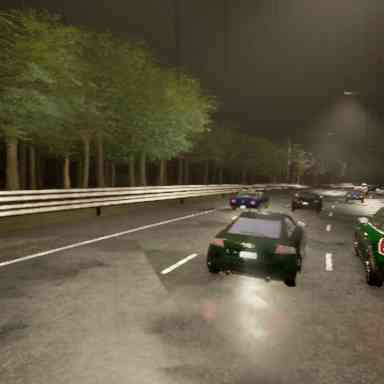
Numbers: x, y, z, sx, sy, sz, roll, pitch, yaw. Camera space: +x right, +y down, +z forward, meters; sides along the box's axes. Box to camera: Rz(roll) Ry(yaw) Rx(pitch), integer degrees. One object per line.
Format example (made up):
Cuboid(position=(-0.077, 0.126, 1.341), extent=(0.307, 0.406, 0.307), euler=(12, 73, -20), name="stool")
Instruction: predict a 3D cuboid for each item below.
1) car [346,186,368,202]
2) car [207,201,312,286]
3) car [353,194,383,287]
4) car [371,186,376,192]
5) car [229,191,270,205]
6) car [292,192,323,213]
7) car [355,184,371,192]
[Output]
Cuboid(position=(18.898, 0.428, 38.518), extent=(2.033, 1.411, 5.357), euler=(4, 3, 26), name="car")
Cuboid(position=(1.882, 1.195, 8.630), extent=(1.994, 1.385, 4.181), euler=(4, 3, 21), name="car")
Cuboid(position=(5.411, 1.150, 8.344), extent=(2.097, 1.767, 4.553), euler=(4, 3, 22), name="car")
Cuboid(position=(44.865, -0.774, 83.169), extent=(1.882, 1.535, 5.008), euler=(4, 4, 34), name="car")
Cuboid(position=(4.173, 0.606, 23.242), extent=(1.895, 1.301, 4.718), euler=(4, 3, 23), name="car")
Cuboid(position=(8.556, 0.698, 24.485), extent=(1.994, 1.385, 4.181), euler=(4, 3, 24), name="car")
Cuboid(position=(31.003, -0.495, 60.947), extent=(2.150, 2.045, 5.566), euler=(4, 3, 30), name="car")
